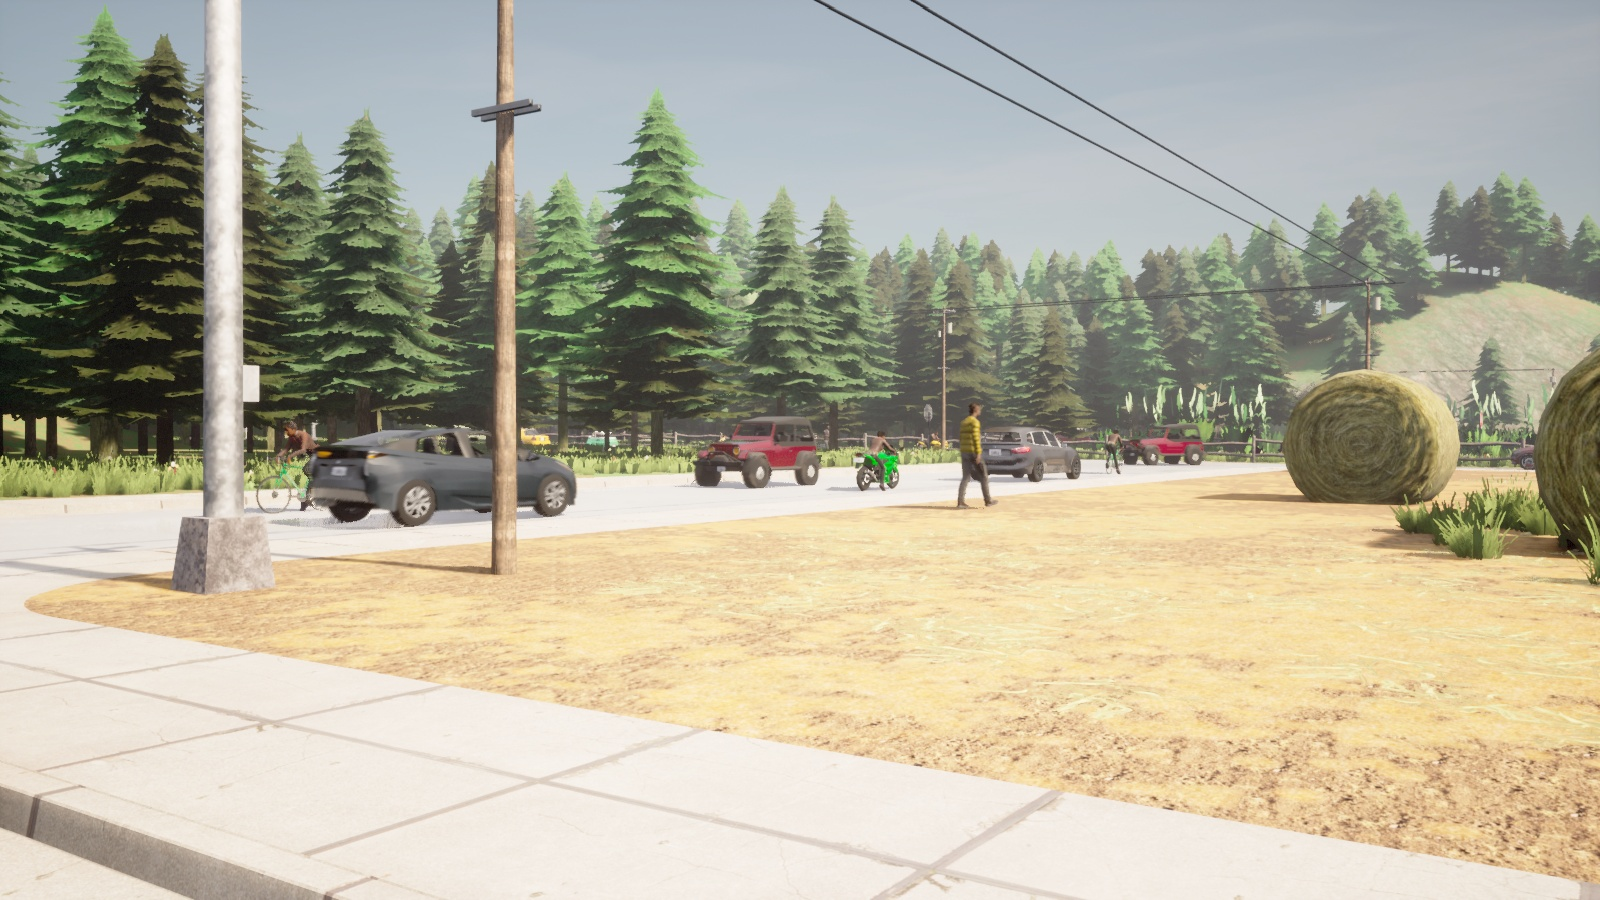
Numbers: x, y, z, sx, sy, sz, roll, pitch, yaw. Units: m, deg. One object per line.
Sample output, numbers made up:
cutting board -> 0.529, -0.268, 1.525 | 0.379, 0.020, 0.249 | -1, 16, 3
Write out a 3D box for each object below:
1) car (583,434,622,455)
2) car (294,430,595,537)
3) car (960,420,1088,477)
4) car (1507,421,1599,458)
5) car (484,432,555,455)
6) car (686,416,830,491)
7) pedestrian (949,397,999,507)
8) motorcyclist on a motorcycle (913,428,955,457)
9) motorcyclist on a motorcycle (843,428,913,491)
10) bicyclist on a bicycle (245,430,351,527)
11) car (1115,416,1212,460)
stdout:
car -> -13.386, -0.368, 85.085 | 2.207, 1.376, 1.481 | 0, 1, 36
car -> -5.702, 0.456, 20.698 | 2.007, 1.525, 4.514 | 0, 1, 35
car -> 7.062, -0.090, 39.193 | 2.242, 1.667, 4.611 | 0, 1, 34
car -> 31.696, -0.434, 51.317 | 4.674, 1.442, 1.812 | 0, 1, 37
car -> -20.105, -0.477, 89.933 | 5.366, 1.575, 1.801 | 0, 1, 36
car -> -1.056, 0.048, 33.600 | 1.905, 1.878, 3.866 | 0, 1, 35
pedestrian -> 2.975, 0.028, 21.492 | 0.709, 1.840, 0.431 | -1, 1, -29
motorcyclist on a motorcycle -> 7.020, -0.400, 65.786 | 2.044, 1.523, 0.797 | 0, 1, 37
motorcyclist on a motorcycle -> 1.998, 0.224, 31.863 | 0.797, 1.523, 2.044 | 0, 1, 35
bicyclist on a bicycle -> -8.881, 0.477, 22.268 | 0.582, 1.620, 1.656 | 0, 1, 35
car -> 16.534, -0.550, 57.147 | 3.866, 1.878, 1.905 | -1, 1, -21
